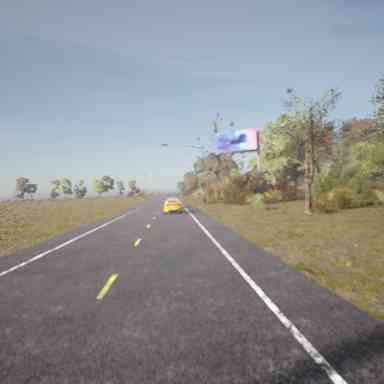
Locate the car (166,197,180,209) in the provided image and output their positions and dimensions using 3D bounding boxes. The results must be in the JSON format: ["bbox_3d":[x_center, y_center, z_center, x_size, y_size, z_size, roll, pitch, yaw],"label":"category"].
[{"bbox_3d":[-2.817,1.550,49.366,1.882,1.535,5.008,-2,0,-3],"label":"car"}]

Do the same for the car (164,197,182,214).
[{"bbox_3d":[-2.069,1.530,36.834,1.882,1.535,5.008,-2,0,-3],"label":"car"}]
